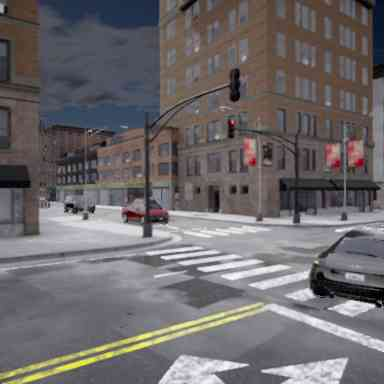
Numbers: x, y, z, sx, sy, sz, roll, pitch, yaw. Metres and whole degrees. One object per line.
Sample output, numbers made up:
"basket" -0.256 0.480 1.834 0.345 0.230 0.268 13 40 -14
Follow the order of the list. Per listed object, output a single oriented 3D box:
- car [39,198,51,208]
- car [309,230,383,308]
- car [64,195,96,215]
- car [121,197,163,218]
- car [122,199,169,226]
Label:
"car" -23.813 1.746 52.749 1.812 1.442 4.674 -1 0 -36
"car" 4.340 1.595 7.856 1.994 1.385 4.181 0 0 39
"car" -12.615 1.351 37.138 2.150 2.045 5.566 -1 0 -36
"car" -4.857 1.430 31.866 2.097 1.767 4.553 -1 0 -36
"car" -3.517 1.564 24.596 1.882 1.535 5.008 -1 0 -35
